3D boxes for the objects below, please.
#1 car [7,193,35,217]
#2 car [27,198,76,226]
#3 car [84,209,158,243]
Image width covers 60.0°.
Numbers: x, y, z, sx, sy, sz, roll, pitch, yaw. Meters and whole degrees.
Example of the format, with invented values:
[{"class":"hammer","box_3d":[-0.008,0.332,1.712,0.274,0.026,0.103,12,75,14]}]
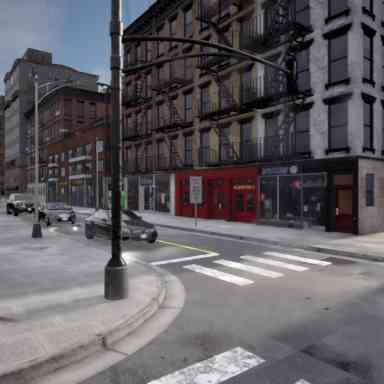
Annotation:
[{"class":"car","box_3d":[-16.029,1.168,31.607,2.150,2.045,5.566,0,0,-37]},{"class":"car","box_3d":[-9.676,1.457,23.342,2.128,1.511,4.902,0,0,-38]},{"class":"car","box_3d":[-3.408,1.508,15.225,1.812,1.442,4.674,0,0,-39]}]
